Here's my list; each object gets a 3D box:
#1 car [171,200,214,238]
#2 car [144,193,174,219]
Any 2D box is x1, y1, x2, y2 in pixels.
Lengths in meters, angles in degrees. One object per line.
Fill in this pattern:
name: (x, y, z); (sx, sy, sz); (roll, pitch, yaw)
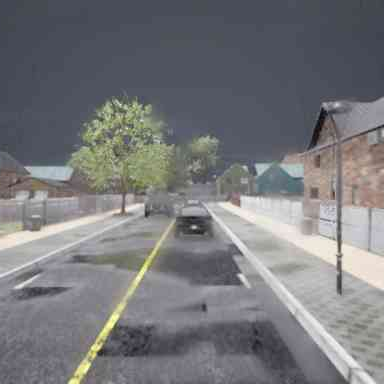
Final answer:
car: (0.103, 1.419, 17.398); (1.882, 1.535, 5.008); (0, 0, 0)
car: (-2.744, 1.130, 28.536); (2.150, 2.045, 5.566); (0, 0, 0)
